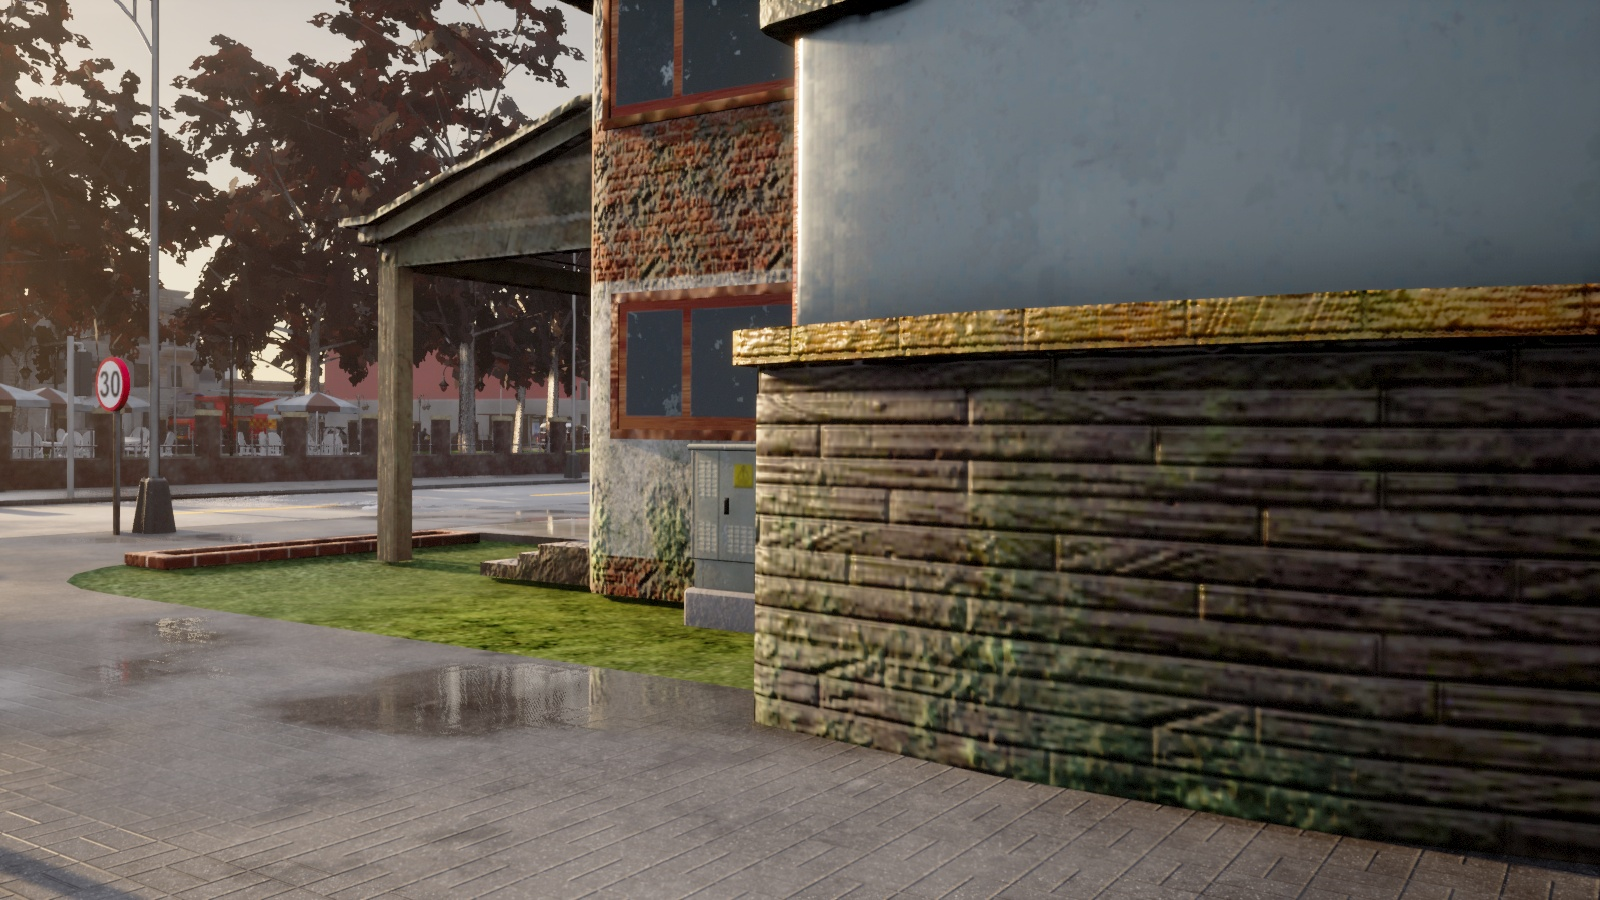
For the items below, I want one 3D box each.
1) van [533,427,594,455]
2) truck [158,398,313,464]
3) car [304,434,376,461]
[{"bbox_3d":[-18.045,-0.693,96.037,2.069,2.038,4.480,0,1,34],"label":"van"},{"bbox_3d":[-34.844,-1.181,77.847,2.891,3.827,8.468,0,1,33],"label":"truck"},{"bbox_3d":[-29.045,-0.191,79.378,1.851,1.617,3.988,0,1,33],"label":"car"}]
